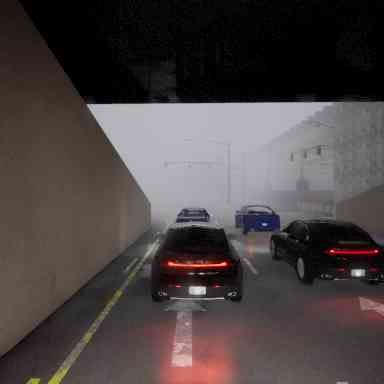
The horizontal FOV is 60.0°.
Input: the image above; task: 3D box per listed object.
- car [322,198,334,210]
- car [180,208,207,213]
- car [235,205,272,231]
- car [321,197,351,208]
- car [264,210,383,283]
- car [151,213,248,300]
[{"bbox_3d":[17.612,1.453,40.633,4.974,1.542,2.038,0,0,-45],"label":"car"},{"bbox_3d":[0.100,1.547,18.085,2.033,1.411,5.357,0,0,3],"label":"car"},{"bbox_3d":[3.631,1.478,19.116,1.882,1.535,5.008,0,0,0],"label":"car"},{"bbox_3d":[17.649,1.295,40.670,4.536,1.218,1.853,0,0,-45],"label":"car"},{"bbox_3d":[3.606,1.505,9.628,1.837,1.490,4.892,0,0,0],"label":"car"},{"bbox_3d":[0.105,1.505,8.339,1.837,1.490,4.892,0,0,0],"label":"car"}]
